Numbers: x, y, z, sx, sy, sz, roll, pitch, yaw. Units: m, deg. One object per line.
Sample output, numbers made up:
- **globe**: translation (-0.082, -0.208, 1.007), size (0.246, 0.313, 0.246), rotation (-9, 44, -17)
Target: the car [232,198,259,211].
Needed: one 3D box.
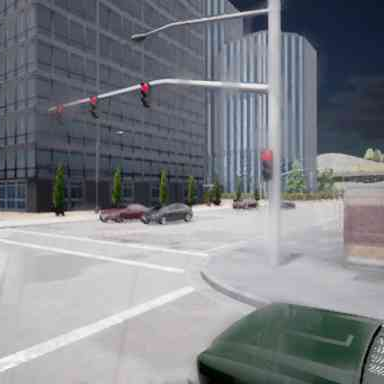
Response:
- **car**: translation (7.009, 1.584, 43.160), size (1.882, 1.535, 5.008), rotation (0, 0, 36)

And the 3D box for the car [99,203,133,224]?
- **car**: translation (-5.143, 1.633, 26.242), size (1.812, 1.442, 4.674), rotation (0, 0, 35)

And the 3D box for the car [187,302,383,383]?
- **car**: translation (2.291, 1.599, 2.347), size (4.718, 1.301, 1.895), rotation (0, 0, 35)

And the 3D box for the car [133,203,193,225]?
- **car**: translation (-1.821, 1.600, 24.903), size (1.837, 1.490, 4.892), rotation (0, 1, 36)

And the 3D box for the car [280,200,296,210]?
- **car**: translation (12.133, 1.698, 44.262), size (1.895, 1.301, 4.718), rotation (0, 0, 36)
